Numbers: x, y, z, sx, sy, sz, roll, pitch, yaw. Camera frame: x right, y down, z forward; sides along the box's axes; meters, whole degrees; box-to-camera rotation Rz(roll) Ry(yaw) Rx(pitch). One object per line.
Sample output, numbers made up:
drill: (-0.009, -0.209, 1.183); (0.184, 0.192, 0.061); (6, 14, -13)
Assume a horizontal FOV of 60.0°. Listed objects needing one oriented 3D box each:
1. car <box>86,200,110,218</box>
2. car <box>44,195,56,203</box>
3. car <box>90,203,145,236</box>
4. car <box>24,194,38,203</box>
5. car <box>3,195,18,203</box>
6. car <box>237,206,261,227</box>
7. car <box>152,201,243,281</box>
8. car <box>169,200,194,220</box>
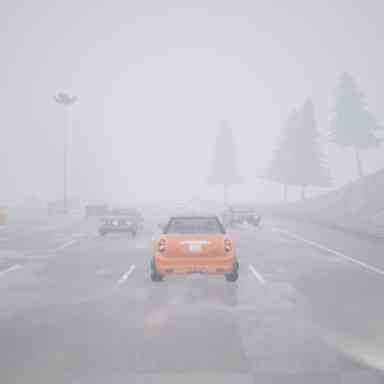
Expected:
car: (-8.158, 1.421, 29.680); (1.882, 1.535, 5.008); (0, 0, -7)
car: (-27.130, 1.404, 63.794); (1.812, 1.442, 4.674); (0, 0, -19)
car: (-3.706, 1.511, 18.150); (2.033, 1.411, 5.357); (0, 0, -2)
car: (-31.201, 1.133, 64.650); (2.097, 1.767, 4.553); (0, 0, -21)
car: (-34.441, 1.314, 63.325); (1.812, 1.442, 4.674); (0, 0, -21)
car: (3.068, 1.546, 22.138); (1.895, 1.301, 4.718); (0, 0, -4)
car: (0.037, 1.328, 9.954); (2.097, 1.767, 4.553); (0, 0, -1)
car: (-0.958, 1.462, 28.117); (1.812, 1.442, 4.674); (0, 0, -6)
